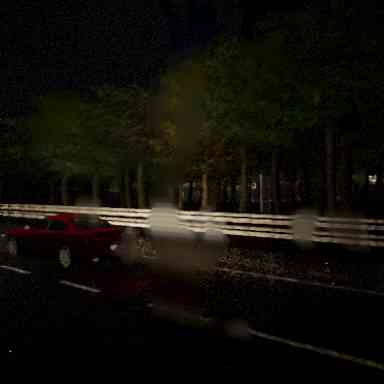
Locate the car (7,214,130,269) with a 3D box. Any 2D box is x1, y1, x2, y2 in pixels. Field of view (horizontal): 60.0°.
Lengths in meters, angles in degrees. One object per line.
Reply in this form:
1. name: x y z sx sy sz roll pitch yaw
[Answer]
1. car: -4.313 1.486 11.253 5.008 1.535 1.882 0 0 35
